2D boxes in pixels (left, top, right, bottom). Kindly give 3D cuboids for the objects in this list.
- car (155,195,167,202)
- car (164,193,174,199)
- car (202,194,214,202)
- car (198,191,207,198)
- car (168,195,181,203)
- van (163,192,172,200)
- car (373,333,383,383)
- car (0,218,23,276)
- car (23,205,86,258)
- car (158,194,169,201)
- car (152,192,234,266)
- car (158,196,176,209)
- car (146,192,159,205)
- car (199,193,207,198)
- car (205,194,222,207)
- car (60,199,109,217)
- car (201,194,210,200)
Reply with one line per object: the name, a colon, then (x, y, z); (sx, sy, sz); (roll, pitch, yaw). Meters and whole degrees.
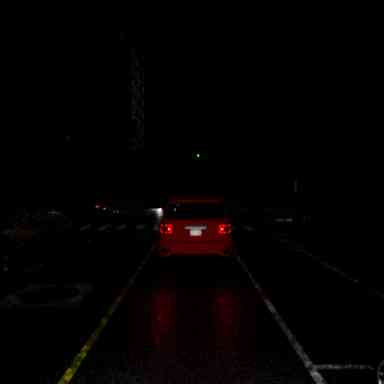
car: (-5.683, 1.166, 60.911); (1.802, 1.307, 4.206); (0, 0, 0)
car: (-5.654, 0.995, 82.661); (2.008, 1.369, 4.403); (0, 0, 0)
car: (2.842, 1.135, 60.899); (2.008, 1.369, 4.403); (0, 0, 0)
car: (2.886, 0.690, 93.523); (2.192, 1.841, 5.009); (0, 0, 0)
car: (-2.973, 1.166, 58.183); (1.994, 1.385, 4.181); (0, 0, 1)
van: (-5.661, 0.820, 77.222); (1.690, 1.788, 3.998); (0, 0, 0)
car: (2.762, 1.553, 1.706); (1.947, 1.339, 4.313); (0, 0, 0)
car: (-5.756, 1.389, 7.172); (1.967, 1.590, 4.097); (0, 0, 0)
car: (-5.748, 1.437, 12.459); (1.752, 1.417, 4.829); (0, 0, 0)
car: (-5.676, 1.075, 66.179); (1.752, 1.417, 4.829); (0, 0, 0)
car: (0.105, 1.140, 11.355); (2.150, 2.045, 5.566); (0, 0, 0)
car: (-3.043, 1.241, 41.161); (1.812, 1.442, 4.674); (0, 0, 0)
car: (-5.698, 0.971, 50.035); (2.192, 1.841, 5.009); (0, 0, 0)
car: (2.879, 0.933, 88.257); (1.752, 1.417, 4.829); (0, 0, 0)
car: (2.820, 1.132, 44.587); (1.967, 1.590, 4.097); (0, 0, 0)
car: (-8.808, 1.231, 26.645); (4.181, 1.385, 1.994); (1, 0, 16)
car: (2.857, 1.058, 71.775); (1.887, 1.381, 4.507); (0, 0, 0)
